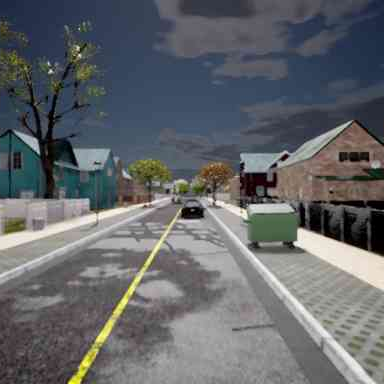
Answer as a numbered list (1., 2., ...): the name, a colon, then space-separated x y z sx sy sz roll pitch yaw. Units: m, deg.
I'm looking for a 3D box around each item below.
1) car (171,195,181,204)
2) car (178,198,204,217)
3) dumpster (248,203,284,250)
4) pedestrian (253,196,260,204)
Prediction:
1. car: -2.796 1.376 59.876 2.128 1.511 4.902 0 0 1
2. car: 0.055 1.474 29.842 1.994 1.385 4.181 0 0 1
3. dumpster: 2.991 1.348 13.638 1.020 1.700 1.940 -1 -1 0
4. pedestrian: 2.802 1.090 14.656 0.375 1.860 0.375 1 -1 -2
